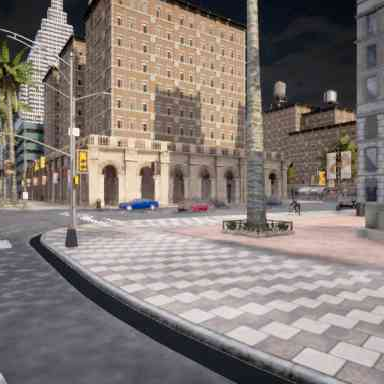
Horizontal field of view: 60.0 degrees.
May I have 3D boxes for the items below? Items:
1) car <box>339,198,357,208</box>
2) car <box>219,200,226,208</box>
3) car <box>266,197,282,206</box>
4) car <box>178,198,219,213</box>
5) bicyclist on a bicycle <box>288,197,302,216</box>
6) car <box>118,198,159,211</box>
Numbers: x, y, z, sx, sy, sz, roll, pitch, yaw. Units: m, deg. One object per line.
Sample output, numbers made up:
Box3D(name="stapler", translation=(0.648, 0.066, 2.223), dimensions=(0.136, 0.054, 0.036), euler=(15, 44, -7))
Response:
Box3D(name="car", translation=(22.875, 1.564, 47.385), dimensions=(4.181, 1.385, 1.994), euler=(0, 0, -34))
Box3D(name="car", translation=(2.241, 1.547, 46.635), dimensions=(5.357, 1.411, 2.033), euler=(0, 0, -33))
Box3D(name="car", translation=(12.042, 1.548, 53.036), dimensions=(5.357, 1.411, 2.033), euler=(0, 0, -33))
Box3D(name="car", translation=(0.499, 1.564, 36.935), dimensions=(4.181, 1.385, 1.994), euler=(0, 0, -33))
Box3D(name="bicyclist on a bicycle", translation=(9.170, 1.301, 29.683), dimensions=(0.582, 1.620, 1.656), euler=(0, 0, -33))
Box3D(name="car", translation=(-6.546, 1.478, 40.901), dimensions=(5.008, 1.535, 1.882), euler=(0, 0, -33))
